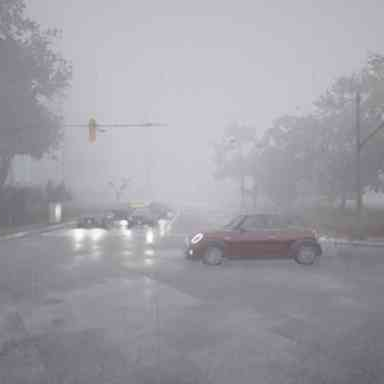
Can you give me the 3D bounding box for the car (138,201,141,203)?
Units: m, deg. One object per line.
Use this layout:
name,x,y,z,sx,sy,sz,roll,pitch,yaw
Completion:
car,-7.230,2.018,45.909,1.882,1.535,5.008,0,-1,-1

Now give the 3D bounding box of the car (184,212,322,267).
car,1.998,1.501,11.603,4.553,1.767,2.097,0,-1,-3

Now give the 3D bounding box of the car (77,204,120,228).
car,-7.098,1.884,24.975,1.994,1.385,4.181,0,-1,0

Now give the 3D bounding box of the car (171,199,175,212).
car,-3.715,2.062,45.356,1.812,1.442,4.674,0,0,-1

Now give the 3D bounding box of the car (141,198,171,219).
car,-3.614,1.781,34.140,2.097,1.767,4.553,0,-1,0

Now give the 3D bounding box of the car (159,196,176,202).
car,-6.924,2.062,94.961,2.150,2.045,5.566,0,0,-18

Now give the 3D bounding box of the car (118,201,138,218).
car,-7.110,1.902,33.719,1.882,1.535,5.008,0,-1,0

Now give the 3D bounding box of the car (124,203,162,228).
car,-3.597,1.848,25.158,1.812,1.442,4.674,0,-1,0
